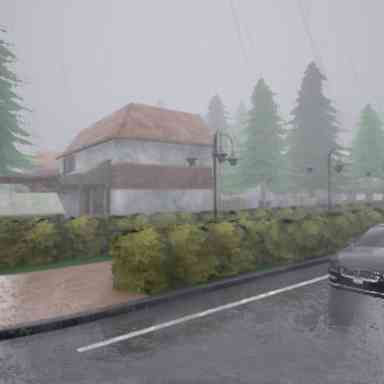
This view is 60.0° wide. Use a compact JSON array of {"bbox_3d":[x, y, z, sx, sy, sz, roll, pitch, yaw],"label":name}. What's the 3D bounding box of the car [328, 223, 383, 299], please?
[{"bbox_3d":[5.227,1.533,8.161,4.892,1.490,1.837,0,-1,-38],"label":"car"}]
